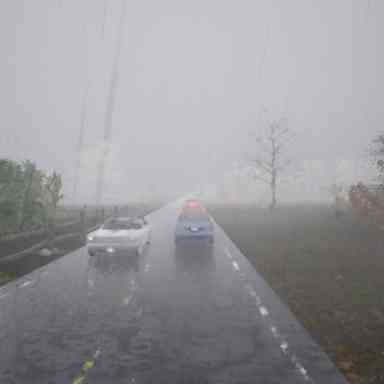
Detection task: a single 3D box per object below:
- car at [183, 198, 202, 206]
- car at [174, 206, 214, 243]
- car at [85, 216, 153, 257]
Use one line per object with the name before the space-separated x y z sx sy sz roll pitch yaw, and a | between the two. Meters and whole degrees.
car | 0.046 1.568 38.738 2.097 1.767 4.553 0 0 0
car | 0.099 1.647 16.655 2.033 1.411 5.357 0 0 0
car | -2.753 1.682 13.504 1.895 1.301 4.718 0 0 0
